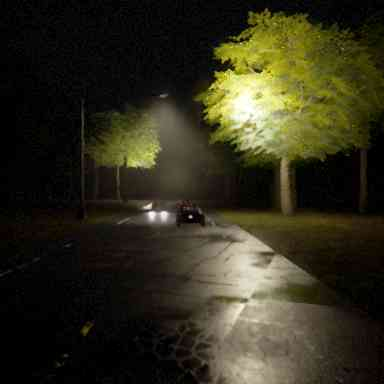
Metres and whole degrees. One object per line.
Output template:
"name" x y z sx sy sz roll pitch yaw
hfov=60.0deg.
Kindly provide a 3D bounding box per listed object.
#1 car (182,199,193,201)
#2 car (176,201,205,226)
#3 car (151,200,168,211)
"car" -0.532 1.622 41.124 1.837 1.490 4.892 0 0 -2
"car" -0.129 1.627 24.076 1.994 1.385 4.181 0 0 -1
"car" -4.176 1.736 43.003 1.895 1.301 4.718 0 0 -2
